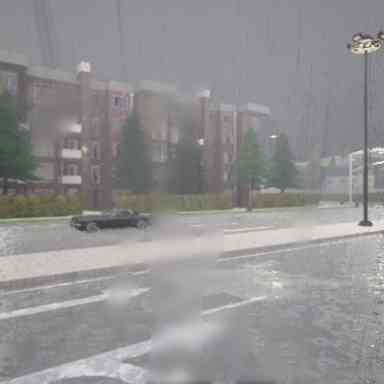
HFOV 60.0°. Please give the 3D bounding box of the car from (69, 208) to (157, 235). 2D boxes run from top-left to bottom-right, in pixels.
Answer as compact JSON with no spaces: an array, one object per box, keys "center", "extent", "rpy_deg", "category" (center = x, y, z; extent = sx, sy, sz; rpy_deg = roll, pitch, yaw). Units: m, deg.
[{"center":[-4.500,1.612,19.139],"extent":[4.718,1.301,1.895],"rpy_deg":[0,0,-35],"category":"car"}]
